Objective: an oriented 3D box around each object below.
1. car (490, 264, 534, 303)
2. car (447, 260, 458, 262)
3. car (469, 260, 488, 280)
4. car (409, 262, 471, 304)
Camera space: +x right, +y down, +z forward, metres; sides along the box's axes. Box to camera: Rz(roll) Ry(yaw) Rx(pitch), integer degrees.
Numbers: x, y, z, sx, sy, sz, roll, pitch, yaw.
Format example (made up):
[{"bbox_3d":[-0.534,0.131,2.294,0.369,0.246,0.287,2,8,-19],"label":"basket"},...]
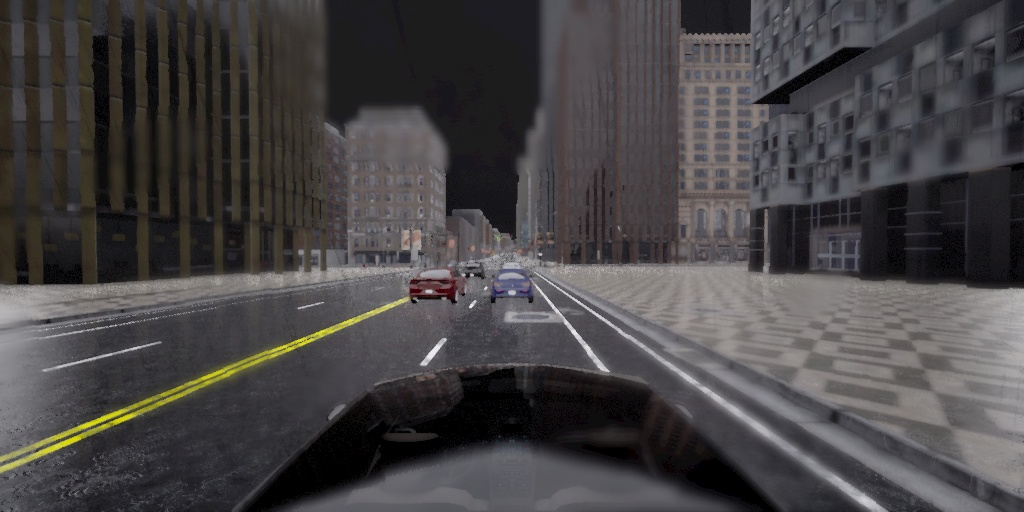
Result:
[{"bbox_3d":[0.000,1.288,16.504,1.812,1.442,4.674,0,0,0],"label":"car"},{"bbox_3d":[-9.750,1.380,58.510,2.128,1.511,4.902,0,0,0],"label":"car"},{"bbox_3d":[-3.249,1.301,31.506,1.837,1.490,4.892,0,0,0],"label":"car"},{"bbox_3d":[-3.250,1.240,16.504,1.882,1.535,5.008,0,0,0],"label":"car"}]
